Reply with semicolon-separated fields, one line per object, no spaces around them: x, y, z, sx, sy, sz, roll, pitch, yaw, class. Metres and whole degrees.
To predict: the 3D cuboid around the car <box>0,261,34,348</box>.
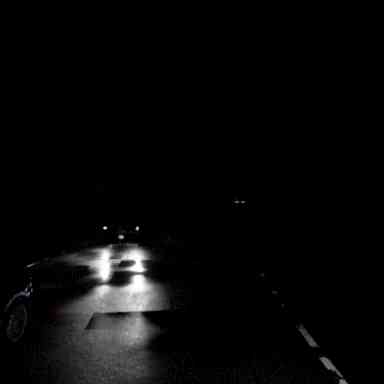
-3.490;1.530;3.640;1.812;1.442;4.674;0;0;1;car

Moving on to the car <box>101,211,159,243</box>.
-2.919;1.663;16.585;1.895;1.301;4.718;0;0;4;car

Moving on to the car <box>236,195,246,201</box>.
13.116;1.677;89.328;1.882;1.535;5.008;0;0;20;car

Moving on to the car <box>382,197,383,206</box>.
22.288;0.764;33.457;5.566;2.045;2.150;-2;0;5;car
